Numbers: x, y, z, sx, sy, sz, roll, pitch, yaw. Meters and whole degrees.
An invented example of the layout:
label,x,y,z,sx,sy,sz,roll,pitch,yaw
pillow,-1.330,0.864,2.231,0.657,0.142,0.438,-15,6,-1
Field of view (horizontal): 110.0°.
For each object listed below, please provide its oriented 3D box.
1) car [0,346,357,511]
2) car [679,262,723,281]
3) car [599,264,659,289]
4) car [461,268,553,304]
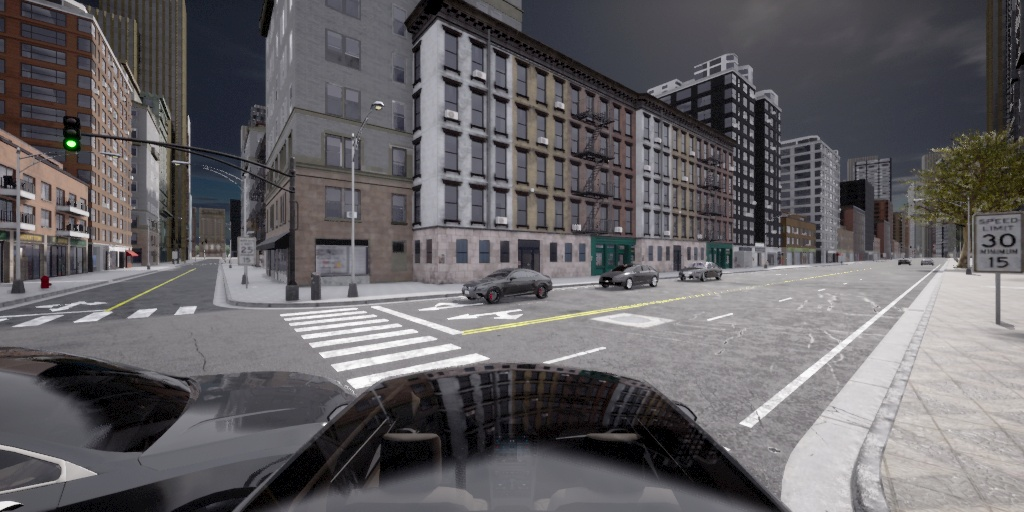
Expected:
label,x,y,z,sx,sy,sz,roll,pitch,yaw
car,-3.229,1.257,1.721,4.892,1.490,1.837,0,0,-35
car,15.538,1.235,29.467,4.902,1.511,2.128,0,0,-39
car,7.556,1.258,22.963,4.892,1.490,1.837,0,0,-39
car,-0.109,1.286,16.706,4.674,1.442,1.812,0,0,-39
